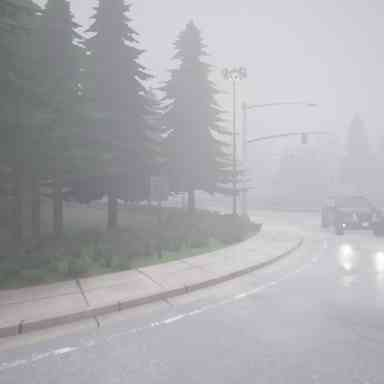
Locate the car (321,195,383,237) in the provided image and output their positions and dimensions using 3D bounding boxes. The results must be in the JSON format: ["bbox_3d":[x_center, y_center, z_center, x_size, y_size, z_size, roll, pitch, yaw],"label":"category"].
[{"bbox_3d":[8.802,1.212,18.669,2.150,2.045,5.566,0,0,10],"label":"car"}]
